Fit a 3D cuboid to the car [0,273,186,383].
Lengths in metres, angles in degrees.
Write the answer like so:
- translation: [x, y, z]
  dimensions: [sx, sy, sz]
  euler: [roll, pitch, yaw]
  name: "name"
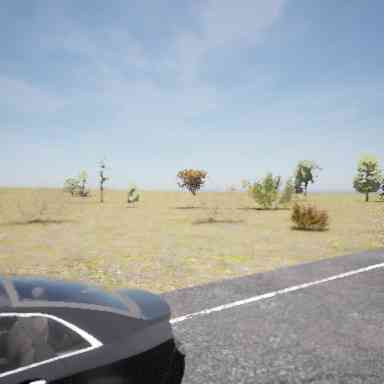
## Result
- translation: [-2.334, 1.506, 2.327]
  dimensions: [4.892, 1.490, 1.837]
  euler: [0, 0, -35]
  name: "car"
